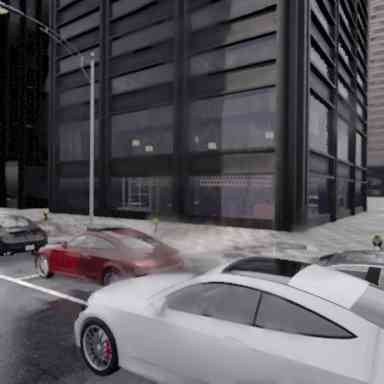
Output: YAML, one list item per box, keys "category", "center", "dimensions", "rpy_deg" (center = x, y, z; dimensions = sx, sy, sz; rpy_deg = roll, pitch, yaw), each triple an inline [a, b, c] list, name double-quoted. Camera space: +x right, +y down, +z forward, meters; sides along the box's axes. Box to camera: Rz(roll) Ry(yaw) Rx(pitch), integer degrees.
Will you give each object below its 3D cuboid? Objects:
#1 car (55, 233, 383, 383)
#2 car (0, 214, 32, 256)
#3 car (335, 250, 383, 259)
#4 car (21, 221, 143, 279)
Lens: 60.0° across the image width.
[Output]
- category: "car"
  center: [0.635, 1.512, 3.843]
  dimensions: [4.674, 1.442, 1.812]
  rpy_deg: [1, 0, 35]
- category: "car"
  center: [-6.716, 1.441, 11.391]
  dimensions: [4.403, 1.369, 2.008]
  rpy_deg: [1, 0, 35]
- category: "car"
  center: [2.483, 1.545, 4.876]
  dimensions: [4.403, 1.369, 2.008]
  rpy_deg: [1, 0, 35]
- category: "car"
  center: [-2.117, 1.524, 8.134]
  dimensions: [4.206, 1.307, 1.802]
  rpy_deg: [1, 0, 35]
